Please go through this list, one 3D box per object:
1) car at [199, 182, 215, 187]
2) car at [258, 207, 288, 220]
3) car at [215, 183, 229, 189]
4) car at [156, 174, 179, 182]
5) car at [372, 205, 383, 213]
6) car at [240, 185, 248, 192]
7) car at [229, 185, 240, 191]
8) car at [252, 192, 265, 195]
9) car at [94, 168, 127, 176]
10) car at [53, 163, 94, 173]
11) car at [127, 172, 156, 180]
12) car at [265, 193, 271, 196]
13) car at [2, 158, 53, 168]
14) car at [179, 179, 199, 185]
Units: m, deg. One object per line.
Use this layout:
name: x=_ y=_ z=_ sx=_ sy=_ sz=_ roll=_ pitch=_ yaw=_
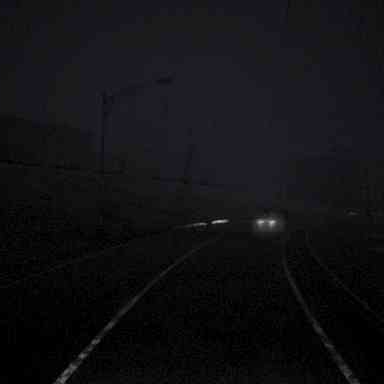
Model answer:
car: x=1.822 y=-1.264 z=64.442 sx=2.002 sy=1.452 sz=4.674 roll=-3 pitch=-5 yaw=36
car: x=8.626 y=2.244 z=35.342 sx=1.994 sy=1.385 sz=4.181 roll=-3 pitch=-3 yaw=37
car: x=4.961 y=-0.979 z=68.854 sx=2.231 sy=1.521 sz=4.892 roll=-2 pitch=-5 yaw=35
car: x=-4.972 y=-2.083 z=55.515 sx=2.185 sy=1.767 sz=4.553 roll=-3 pitch=-5 yaw=39
car: x=37.345 y=3.401 z=66.101 sx=1.882 sy=1.535 sz=5.008 roll=-3 pitch=-4 yaw=44
car: x=11.181 y=-0.488 z=78.213 sx=2.435 sy=2.045 sz=5.566 roll=-2 pitch=-5 yaw=33
car: x=8.121 y=-0.746 z=73.517 sx=2.185 sy=1.767 sz=4.553 roll=-2 pitch=-5 yaw=34
car: x=16.874 y=0.637 z=87.617 sx=2.002 sy=1.452 sz=4.674 roll=-2 pitch=-5 yaw=30
car: x=-12.040 y=-2.544 z=47.003 sx=2.002 sy=1.452 sz=4.674 roll=-3 pitch=-5 yaw=41
car: x=-15.717 y=-2.884 z=42.862 sx=2.231 sy=1.521 sz=4.892 roll=-3 pitch=-5 yaw=42
car: x=-8.453 y=-2.273 z=51.228 sx=2.097 sy=1.535 sz=5.008 roll=-3 pitch=-5 yaw=40
car: x=19.596 y=1.093 z=92.424 sx=2.002 sy=1.452 sz=4.674 roll=-2 pitch=-6 yaw=29
car: x=-19.452 y=-3.162 z=38.807 sx=2.231 sy=1.521 sz=4.892 roll=-3 pitch=-5 yaw=43
car: x=-1.470 y=-1.597 z=60.024 sx=2.163 sy=1.488 sz=4.792 roll=-3 pitch=-5 yaw=38
